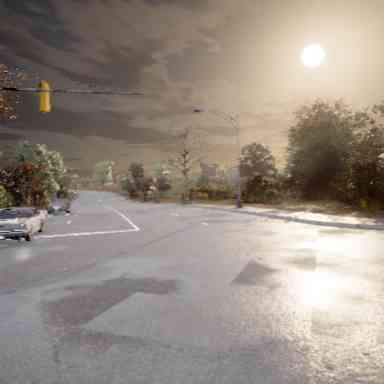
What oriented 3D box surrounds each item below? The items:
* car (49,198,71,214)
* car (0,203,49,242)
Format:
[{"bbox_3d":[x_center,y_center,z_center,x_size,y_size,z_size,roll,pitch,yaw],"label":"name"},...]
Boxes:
[{"bbox_3d":[-13.088,1.380,32.855,2.128,1.511,4.902,-2,-1,-16],"label":"car"},{"bbox_3d":[-7.676,1.344,14.416,1.895,1.301,4.718,-2,1,-16],"label":"car"}]
